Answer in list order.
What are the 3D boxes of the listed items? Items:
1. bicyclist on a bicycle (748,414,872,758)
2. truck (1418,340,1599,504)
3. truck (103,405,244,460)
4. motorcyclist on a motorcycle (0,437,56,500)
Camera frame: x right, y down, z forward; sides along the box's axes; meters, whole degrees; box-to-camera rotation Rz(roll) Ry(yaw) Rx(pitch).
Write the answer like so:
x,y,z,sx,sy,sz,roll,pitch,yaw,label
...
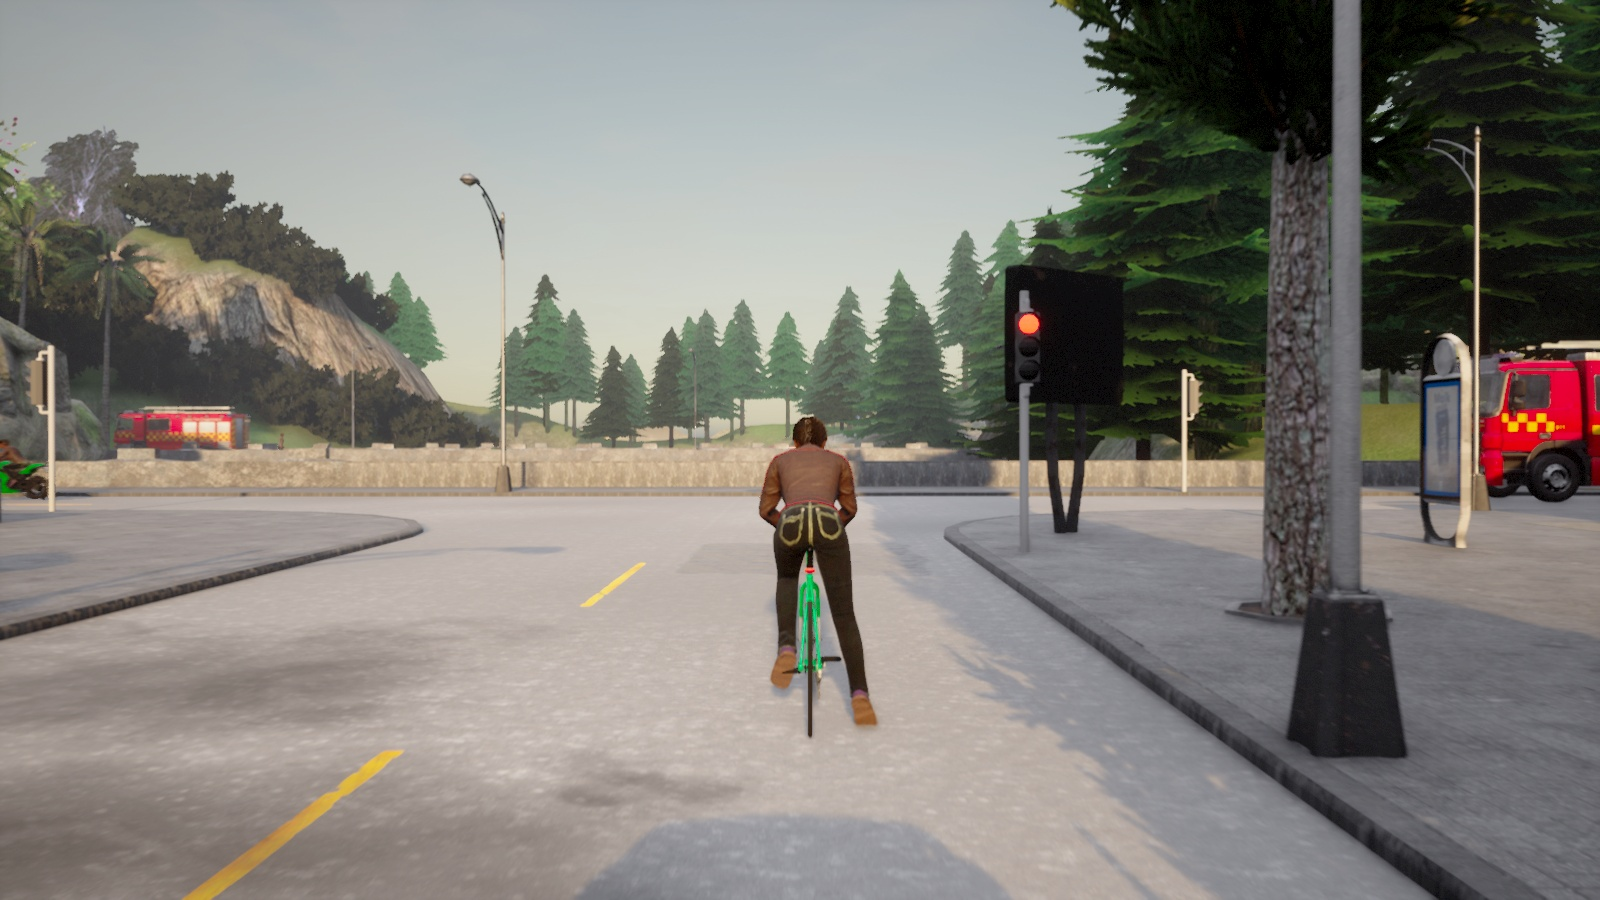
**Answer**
x,y,z,sx,sy,sz,roll,pitch,yaw,label
0.052,0.640,6.744,0.582,1.620,1.656,0,0,0,bicyclist on a bicycle
20.073,-0.672,30.726,8.468,3.827,2.891,0,1,0,truck
-44.121,-1.229,88.607,8.468,3.827,2.891,0,1,0,truck
-19.618,0.441,30.982,2.044,1.523,0.797,0,1,0,motorcyclist on a motorcycle
